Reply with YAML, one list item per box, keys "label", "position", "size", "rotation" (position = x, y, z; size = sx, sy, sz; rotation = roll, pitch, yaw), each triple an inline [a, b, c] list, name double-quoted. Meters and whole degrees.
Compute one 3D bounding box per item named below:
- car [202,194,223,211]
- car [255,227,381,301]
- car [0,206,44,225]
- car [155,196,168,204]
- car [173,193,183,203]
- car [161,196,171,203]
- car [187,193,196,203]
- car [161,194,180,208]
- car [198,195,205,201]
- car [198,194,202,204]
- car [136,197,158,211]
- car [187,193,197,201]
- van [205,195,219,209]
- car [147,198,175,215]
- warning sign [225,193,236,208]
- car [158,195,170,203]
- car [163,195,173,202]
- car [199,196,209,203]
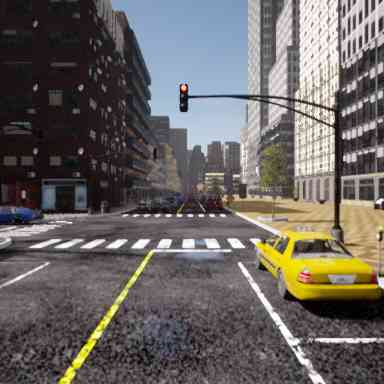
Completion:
- label: "car"
  position: [2.669, 1.311, 40.492]
  size: [2.192, 1.841, 5.009]
  rotation: [0, 0, 0]
- label: "car"
  position: [2.683, 1.521, 8.249]
  size: [1.752, 1.417, 4.829]
  rotation: [0, 0, 0]
- label: "car"
  position: [-14.066, 1.738, 24.933]
  size: [5.357, 1.411, 2.033]
  rotation: [-1, 0, -3]
- label: "car"
  position: [-5.720, 1.559, 62.594]
  size: [1.887, 1.381, 4.507]
  rotation: [0, 0, 0]
- label: "car"
  position: [-3.035, 1.243, 67.733]
  size: [2.150, 2.045, 5.566]
  rotation: [0, 0, 0]
- label: "car"
  position: [-5.724, 1.610, 73.649]
  size: [1.802, 1.307, 4.206]
  rotation: [0, 0, 0]
- label: "car"
  position: [-0.029, 1.528, 69.267]
  size: [1.837, 1.490, 4.892]
  rotation: [0, 0, 0]
- label: "car"
  position: [-3.116, 1.500, 48.768]
  size: [1.837, 1.490, 4.892]
  rotation: [0, 2, 0]
- label: "car"
  position: [2.649, 1.578, 90.402]
  size: [1.752, 1.417, 4.829]
  rotation: [0, 0, 0]
- label: "car"
  position: [2.659, 1.329, 62.598]
  size: [2.192, 1.841, 5.009]
  rotation: [0, 0, 0]
- label: "car"
  position: [-5.710, 1.547, 40.489]
  size: [2.008, 1.369, 4.403]
  rotation: [0, 0, 0]
- label: "car"
  position: [-0.032, 1.175, 79.715]
  size: [2.150, 2.045, 5.566]
  rotation: [0, 0, 0]
- label: "van"
  position: [2.666, 1.340, 46.018]
  size: [1.690, 1.788, 3.998]
  rotation: [0, 0, 0]
- label: "car"
  position: [-3.115, 1.595, 34.308]
  size: [1.895, 1.301, 4.718]
  rotation: [0, 0, 0]
- label: "warning sign"
  position: [5.054, 1.113, 43.750]
  size: [1.300, 1.860, 1.060]
  rotation: [0, 0, 0]
- label: "car"
  position: [-5.723, 1.462, 68.122]
  size: [1.967, 1.590, 4.097]
  rotation: [0, 0, 0]
- label: "car"
  position: [-5.727, 1.476, 79.175]
  size: [1.967, 1.590, 4.097]
  rotation: [0, 0, 0]
- label: "car"
  position: [2.656, 1.573, 73.652]
  size: [1.887, 1.381, 4.507]
  rotation: [0, 0, 0]
